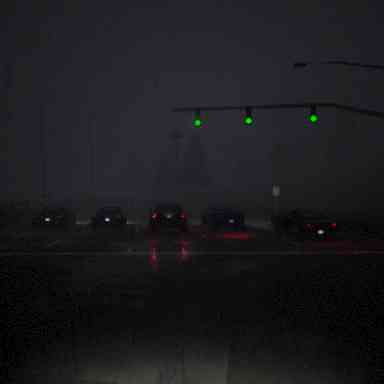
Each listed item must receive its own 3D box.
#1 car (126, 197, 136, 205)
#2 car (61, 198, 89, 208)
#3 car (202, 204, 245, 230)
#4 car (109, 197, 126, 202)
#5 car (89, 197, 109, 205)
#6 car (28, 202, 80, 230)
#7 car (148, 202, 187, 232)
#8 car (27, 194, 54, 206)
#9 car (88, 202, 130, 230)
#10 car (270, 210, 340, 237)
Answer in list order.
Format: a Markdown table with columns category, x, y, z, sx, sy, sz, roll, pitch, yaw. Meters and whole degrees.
| category | x | y | z | sx | sy | sz | roll | pitch | yaw |
| --- | --- | --- | --- | --- | --- | --- | --- | --- | --- |
| car | -11.875 | 1.537 | 58.185 | 5.008 | 1.535 | 1.882 | 0 | 0 | 42 |
| car | -17.934 | 1.614 | 49.460 | 2.033 | 1.411 | 5.357 | 0 | 0 | -45 |
| car | 1.861 | 1.487 | 21.211 | 1.882 | 1.535 | 5.008 | 0 | 0 | -8 |
| car | -13.644 | 1.553 | 55.045 | 4.902 | 1.511 | 2.128 | 0 | 0 | 42 |
| car | -15.564 | 1.541 | 52.049 | 1.882 | 1.535 | 5.008 | 0 | 0 | -45 |
| car | -8.817 | 1.595 | 21.514 | 1.994 | 1.385 | 4.181 | 0 | 0 | -9 |
| car | -1.569 | 1.368 | 20.438 | 2.097 | 1.767 | 4.553 | 0 | 0 | -8 |
| car | -22.325 | 1.296 | 48.800 | 5.566 | 2.045 | 2.150 | 0 | 0 | 42 |
| car | -5.249 | 1.588 | 21.365 | 1.994 | 1.385 | 4.181 | 0 | 0 | -9 |
| car | 5.861 | 1.601 | 17.991 | 1.895 | 1.301 | 4.718 | 0 | 0 | -6 |
